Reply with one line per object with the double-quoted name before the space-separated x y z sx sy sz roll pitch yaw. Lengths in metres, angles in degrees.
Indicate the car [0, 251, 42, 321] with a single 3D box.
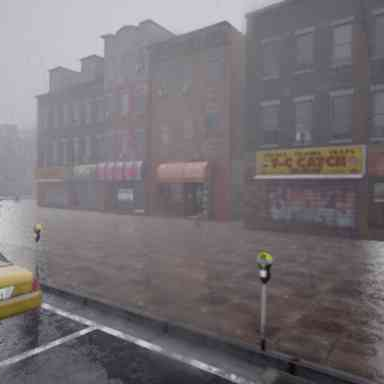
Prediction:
"car" -4.703 1.430 6.166 4.829 1.417 1.752 1 1 36
